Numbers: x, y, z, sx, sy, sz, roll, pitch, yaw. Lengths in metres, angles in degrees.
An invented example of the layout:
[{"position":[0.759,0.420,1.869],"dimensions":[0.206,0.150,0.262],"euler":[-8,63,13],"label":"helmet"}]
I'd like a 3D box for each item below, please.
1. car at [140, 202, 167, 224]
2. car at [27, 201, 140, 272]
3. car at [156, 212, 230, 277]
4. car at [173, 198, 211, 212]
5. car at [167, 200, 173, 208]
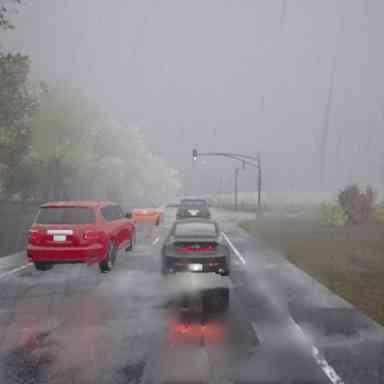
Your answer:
[{"position":[-3.405,1.561,25.969],"dimensions":[2.097,1.767,4.553],"euler":[0,-1,0],"label":"car"},{"position":[-3.404,1.314,11.333],"dimensions":[2.150,2.045,5.566],"euler":[0,0,1],"label":"car"},{"position":[0.100,1.591,10.501],"dimensions":[1.837,1.490,4.892],"euler":[0,0,0],"label":"car"},{"position":[0.097,1.405,22.433],"dimensions":[2.150,2.045,5.566],"euler":[0,0,0],"label":"car"},{"position":[-3.409,2.005,57.515],"dimensions":[2.033,1.411,5.357],"euler":[0,0,0],"label":"car"}]
